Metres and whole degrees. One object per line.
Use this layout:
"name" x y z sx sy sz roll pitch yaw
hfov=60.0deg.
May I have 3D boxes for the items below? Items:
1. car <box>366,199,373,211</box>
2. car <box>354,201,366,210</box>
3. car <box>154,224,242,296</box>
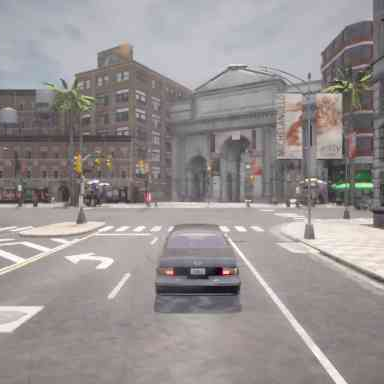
"car" 22.719 1.526 37.518 4.674 1.442 1.812 0 0 1
"car" 22.293 1.564 41.017 4.181 1.385 1.994 0 0 0
"car" 0.114 1.547 8.800 2.033 1.411 5.357 0 0 0
